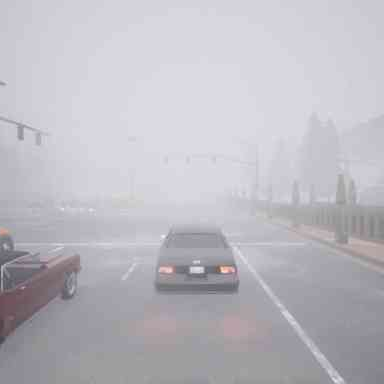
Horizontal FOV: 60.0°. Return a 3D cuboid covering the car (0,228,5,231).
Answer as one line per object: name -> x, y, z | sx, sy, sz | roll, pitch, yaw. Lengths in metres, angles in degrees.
car -> -6.911, 1.352, 9.116 | 2.097, 1.767, 4.553 | 0, 0, 0

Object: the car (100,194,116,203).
car -> -17.587, 1.355, 69.694 | 2.097, 1.767, 4.553 | 0, 0, 0

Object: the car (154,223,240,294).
car -> 0.089, 1.547, 8.910 | 2.033, 1.411, 5.357 | 0, 0, 0

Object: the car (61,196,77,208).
car -> -17.641, 1.526, 49.360 | 1.812, 1.442, 4.674 | 0, 0, 0

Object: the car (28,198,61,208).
car -> -21.157, 1.547, 47.347 | 2.033, 1.411, 5.357 | 0, 0, 0

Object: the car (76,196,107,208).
car -> -14.157, 1.547, 47.238 | 2.033, 1.411, 5.357 | 0, 0, 0

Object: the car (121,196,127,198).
car -> -14.086, 1.491, 67.754 | 2.128, 1.511, 4.902 | 0, 0, 0

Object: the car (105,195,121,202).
car -> -14.147, 1.601, 57.310 | 1.895, 1.301, 4.718 | 0, 0, 0

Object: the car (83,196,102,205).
car -> -17.638, 1.478, 59.395 | 1.882, 1.535, 5.008 | 0, 0, 0

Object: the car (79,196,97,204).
car -> -21.085, 1.525, 67.558 | 2.128, 1.511, 4.902 | 0, 0, 0

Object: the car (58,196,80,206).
car -> -21.143, 1.478, 57.218 | 1.882, 1.535, 5.008 | 0, 0, 0

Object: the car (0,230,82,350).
car -> -3.406, 1.601, 5.453 | 1.895, 1.301, 4.718 | 0, 0, 0
